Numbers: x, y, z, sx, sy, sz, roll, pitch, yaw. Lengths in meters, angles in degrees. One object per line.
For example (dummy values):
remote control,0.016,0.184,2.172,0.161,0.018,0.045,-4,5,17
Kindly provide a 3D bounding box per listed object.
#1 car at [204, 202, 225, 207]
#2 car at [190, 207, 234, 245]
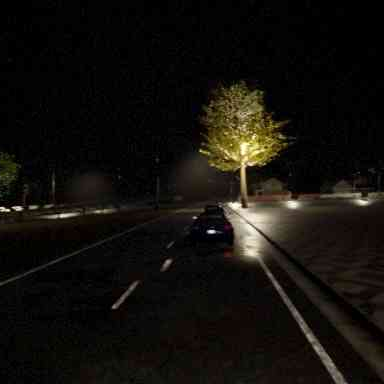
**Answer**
car,2.216,1.778,33.400,2.128,1.511,4.902,-1,-1,4
car,0.966,1.660,16.019,1.994,1.385,4.181,-1,0,4
